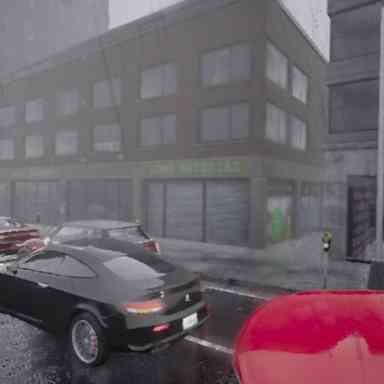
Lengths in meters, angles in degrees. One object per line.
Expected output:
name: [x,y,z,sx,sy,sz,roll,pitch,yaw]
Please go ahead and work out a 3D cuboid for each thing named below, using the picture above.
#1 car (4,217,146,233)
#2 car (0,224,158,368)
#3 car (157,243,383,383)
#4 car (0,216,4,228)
car: [-2.776,1.439,8.631,4.097,1.590,1.967,0,1,36]
car: [-1.895,1.526,5.720,4.674,1.442,1.812,0,0,36]
car: [2.822,1.225,1.641,5.566,2.045,2.150,0,1,23]
car: [-7.248,1.530,11.841,4.507,1.381,1.887,0,1,36]
